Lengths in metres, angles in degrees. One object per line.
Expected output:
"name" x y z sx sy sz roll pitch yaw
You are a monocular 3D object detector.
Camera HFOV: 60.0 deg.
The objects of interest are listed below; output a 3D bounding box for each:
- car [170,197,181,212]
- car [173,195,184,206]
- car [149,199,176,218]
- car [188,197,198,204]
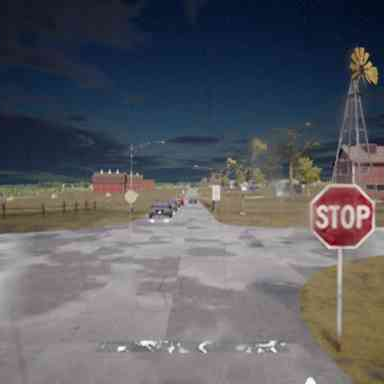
"car" -2.715 1.624 40.189 1.994 1.385 4.181 0 0 1
"car" -2.679 1.621 50.373 2.128 1.511 4.902 0 0 0
"car" -2.757 1.581 30.283 1.994 1.385 4.181 0 0 0
"car" 0.215 1.874 71.054 1.812 1.442 4.674 0 -1 0
